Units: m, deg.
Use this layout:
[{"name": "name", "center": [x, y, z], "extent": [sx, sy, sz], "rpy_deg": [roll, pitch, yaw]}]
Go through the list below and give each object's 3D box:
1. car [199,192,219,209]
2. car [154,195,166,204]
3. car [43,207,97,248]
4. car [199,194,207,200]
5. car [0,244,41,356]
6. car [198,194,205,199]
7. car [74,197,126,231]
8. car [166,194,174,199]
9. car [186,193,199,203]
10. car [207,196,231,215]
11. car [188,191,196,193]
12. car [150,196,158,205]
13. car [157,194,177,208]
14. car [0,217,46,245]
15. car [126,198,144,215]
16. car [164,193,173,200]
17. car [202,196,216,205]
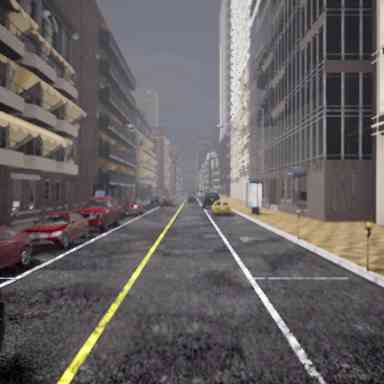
[{"name": "car", "center": [2.390, 1.063, 42.064], "extent": [2.150, 2.045, 5.566], "rpy_deg": [0, 0, 0]}, {"name": "car", "center": [-5.697, 1.299, 59.300], "extent": [1.752, 1.417, 4.829], "rpy_deg": [0, 0, 0]}, {"name": "car", "center": [-5.691, 1.524, 14.282], "extent": [1.802, 1.307, 4.206], "rpy_deg": [0, 0, 0]}, {"name": "car", "center": [2.682, 1.245, 82.064], "extent": [1.887, 1.381, 4.507], "rpy_deg": [0, 0, 0]}, {"name": "car", "center": [-3.098, 1.482, 1.953], "extent": [2.128, 1.511, 4.902], "rpy_deg": [0, 0, 0]}, {"name": "car", "center": [2.680, 1.216, 93.362], "extent": [2.008, 1.369, 4.403], "rpy_deg": [0, 0, 0]}, {"name": "car", "center": [-5.693, 1.235, 19.929], "extent": [2.192, 1.841, 5.009], "rpy_deg": [0, 0, 0]}, {"name": "car", "center": [-5.699, 1.264, 87.712], "extent": [1.802, 1.307, 4.206], "rpy_deg": [0, 0, 0]}, {"name": "car", "center": [-0.006, 1.297, 59.928], "extent": [1.812, 1.442, 4.674], "rpy_deg": [0, 0, 0]}, {"name": "car", "center": [2.687, 1.401, 31.398], "extent": [1.752, 1.417, 4.829], "rpy_deg": [0, 0, 0]}, {"name": "car", "center": [-0.007, 0.783, 79.701], "extent": [2.150, 2.045, 5.566], "rpy_deg": [0, 0, 0]}, {"name": "car", "center": [-5.696, 1.358, 53.821], "extent": [1.947, 1.339, 4.313], "rpy_deg": [0, 0, 0]}, {"name": "car", "center": [-3.089, 1.390, 44.353], "extent": [1.994, 1.385, 4.181], "rpy_deg": [0, 0, 0]}, {"name": "car", "center": [-5.691, 1.545, 8.633], "extent": [1.802, 1.307, 4.206], "rpy_deg": [0, 0, 0]}, {"name": "car", "center": [-5.693, 1.316, 31.227], "extent": [1.967, 1.590, 4.097], "rpy_deg": [0, 0, 0]}, {"name": "car", "center": [-5.699, 1.140, 82.063], "extent": [1.967, 1.590, 4.097], "rpy_deg": [0, 0, 0]}, {"name": "car", "center": [2.685, 1.359, 53.823], "extent": [1.947, 1.339, 4.313], "rpy_deg": [0, 0, 0]}]
